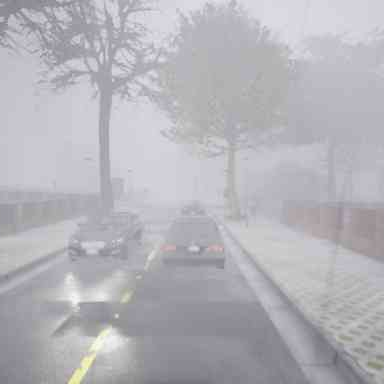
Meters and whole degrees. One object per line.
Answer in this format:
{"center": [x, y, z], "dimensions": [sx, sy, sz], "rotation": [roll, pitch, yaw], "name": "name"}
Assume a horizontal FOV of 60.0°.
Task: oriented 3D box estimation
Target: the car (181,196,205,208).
{"center": [0.095, 1.336, 26.683], "dimensions": [1.812, 1.442, 4.674], "rotation": [0, 0, 0], "name": "car"}

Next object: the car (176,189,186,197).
{"center": [-2.735, 0.226, 82.265], "dimensions": [2.150, 2.045, 5.566], "rotation": [0, 1, 0], "name": "car"}

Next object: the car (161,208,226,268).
{"center": [0.086, 1.484, 11.001], "dimensions": [2.033, 1.411, 5.357], "rotation": [0, 0, 1], "name": "car"}

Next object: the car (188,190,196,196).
{"center": [0.015, 0.423, 83.740], "dimensions": [1.882, 1.535, 5.008], "rotation": [0, 1, 0], "name": "car"}

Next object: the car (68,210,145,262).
{"center": [-2.845, 1.422, 11.949], "dimensions": [2.128, 1.511, 4.902], "rotation": [0, 0, 0], "name": "car"}

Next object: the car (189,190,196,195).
{"center": [0.017, 0.115, 95.406], "dimensions": [1.994, 1.385, 4.181], "rotation": [0, 1, 0], "name": "car"}
